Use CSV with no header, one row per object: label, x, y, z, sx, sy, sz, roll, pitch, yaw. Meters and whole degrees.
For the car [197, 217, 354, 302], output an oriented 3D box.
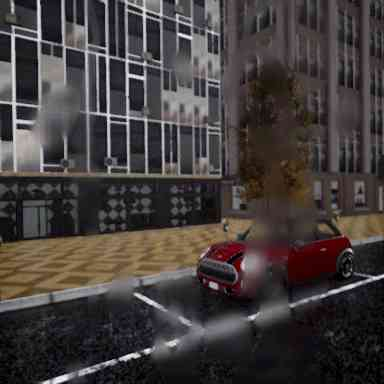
car,2.065,1.396,8.042,4.097,1.590,1.967,0,0,-35
